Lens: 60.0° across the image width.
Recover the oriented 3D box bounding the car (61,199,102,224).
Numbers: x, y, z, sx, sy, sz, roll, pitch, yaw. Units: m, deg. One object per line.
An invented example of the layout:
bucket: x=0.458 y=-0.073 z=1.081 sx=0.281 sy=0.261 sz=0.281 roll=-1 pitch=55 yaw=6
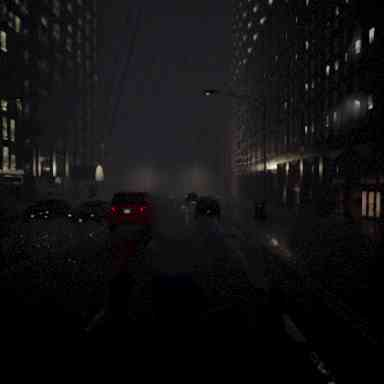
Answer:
car: x=-6.599 y=1.261 z=22.330 sx=2.033 sy=1.411 sz=5.357 roll=0 pitch=1 yaw=0

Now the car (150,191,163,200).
car: x=-6.535 y=0.660 z=62.434 sx=1.882 sy=1.535 sz=5.008 roll=0 pitch=1 yaw=1

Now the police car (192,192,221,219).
police car: x=1.137 y=1.099 z=25.433 sx=1.930 sy=1.638 sz=5.238 roll=0 pitch=1 yaw=0

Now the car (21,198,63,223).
car: x=-9.845 y=1.211 z=22.933 sx=1.837 sy=1.490 sz=4.892 roll=0 pitch=1 yaw=0

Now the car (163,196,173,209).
car: x=-3.151 y=1.132 z=36.362 sx=1.895 sy=1.301 sz=4.718 roll=0 pitch=1 yaw=0

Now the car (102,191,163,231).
car: x=-3.152 y=0.982 z=18.829 sx=2.150 sy=2.045 sz=5.566 roll=0 pitch=1 yaw=0

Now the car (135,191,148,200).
car: x=-9.768 y=0.628 z=64.611 sx=1.882 sy=1.535 sz=5.008 roll=0 pitch=1 yaw=0

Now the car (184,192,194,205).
car: x=0.014 y=0.921 z=45.238 sx=1.837 sy=1.490 sz=4.892 roll=0 pitch=1 yaw=0

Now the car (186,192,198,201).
car: x=-0.002 y=0.718 z=58.249 sx=1.882 sy=1.535 sz=5.008 roll=0 pitch=1 yaw=0
